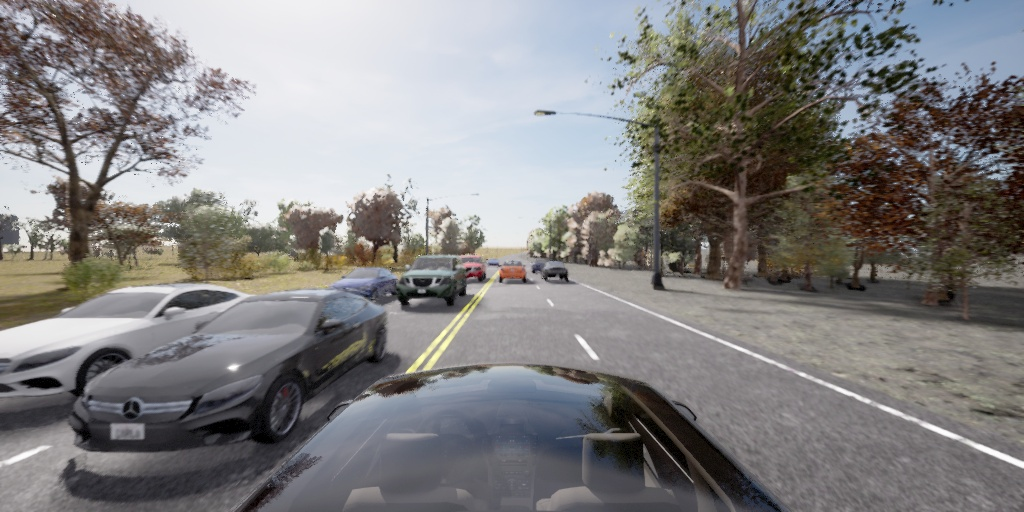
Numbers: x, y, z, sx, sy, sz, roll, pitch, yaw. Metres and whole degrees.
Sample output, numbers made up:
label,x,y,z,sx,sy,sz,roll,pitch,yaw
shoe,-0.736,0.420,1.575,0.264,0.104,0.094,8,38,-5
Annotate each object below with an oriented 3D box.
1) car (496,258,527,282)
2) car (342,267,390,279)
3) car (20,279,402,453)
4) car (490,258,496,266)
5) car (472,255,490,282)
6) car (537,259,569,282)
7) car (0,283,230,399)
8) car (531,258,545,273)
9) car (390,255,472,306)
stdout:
label,x,y,z,sx,sy,sz,roll,pitch,yaw
car,0.061,1.064,28.321,2.097,1.767,4.553,0,0,0
car,-6.590,1.255,16.467,1.812,1.442,4.674,0,0,0
car,-3.350,1.271,5.455,1.812,1.442,4.674,0,0,0
car,-3.257,1.151,64.685,1.882,1.535,5.008,0,0,0
car,-3.281,0.933,28.893,2.150,2.045,5.566,0,0,0
car,3.324,1.198,28.537,1.837,1.490,4.892,0,0,0
car,-6.599,1.269,6.617,1.812,1.442,4.674,0,0,0
car,3.283,1.038,41.443,2.097,1.767,4.553,-1,0,1
car,-3.339,0.951,16.087,2.150,2.045,5.566,0,0,0
